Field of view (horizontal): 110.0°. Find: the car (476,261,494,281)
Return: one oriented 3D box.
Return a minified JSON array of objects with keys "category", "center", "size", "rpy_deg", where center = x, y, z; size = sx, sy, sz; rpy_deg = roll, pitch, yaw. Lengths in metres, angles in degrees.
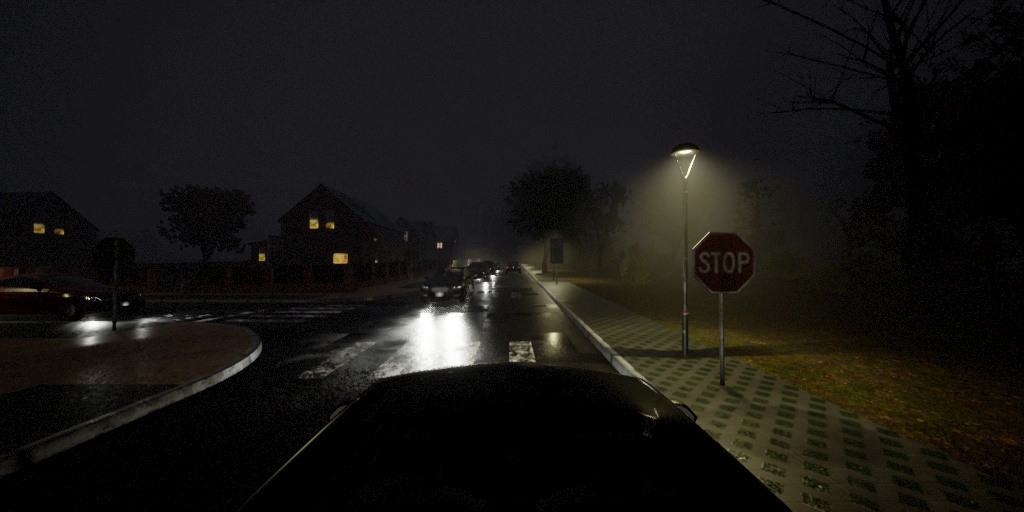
[{"category":"car","center":[-2.811,1.288,30.201],"size":[1.837,1.490,4.892],"rpy_deg":[0,0,0]}]

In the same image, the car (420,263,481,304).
[{"category":"car","center":[-2.837,1.254,16.528],"size":[2.128,1.511,4.902],"rpy_deg":[0,0,0]}]

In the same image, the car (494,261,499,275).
[{"category":"car","center":[-2.789,1.309,40.580],"size":[1.837,1.490,4.892],"rpy_deg":[0,0,0]}]

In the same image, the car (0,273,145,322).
[{"category":"car","center":[-14.777,1.278,11.636],"size":[4.674,1.442,1.812],"rpy_deg":[0,-1,2]}]

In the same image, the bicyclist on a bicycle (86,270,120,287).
[{"category":"bicyclist on a bicycle","center":[-20.211,1.216,17.676],"size":[0.582,1.620,1.656],"rpy_deg":[0,-1,2]}]

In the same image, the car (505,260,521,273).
[{"category":"car","center":[0.164,1.362,43.898],"size":[2.033,1.411,5.357],"rpy_deg":[0,0,0]}]
